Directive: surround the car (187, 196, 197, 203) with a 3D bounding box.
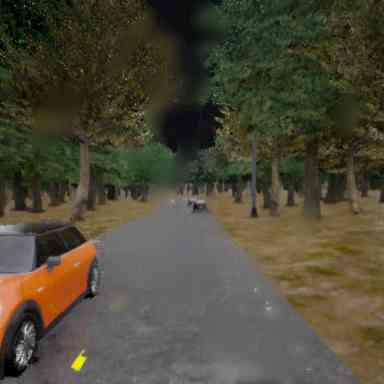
[{"bbox_3d":[0.040,1.673,77.392,2.128,1.511,4.902,0,0,0],"label":"car"}]

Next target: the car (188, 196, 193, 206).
[{"bbox_3d":[0.147,1.804,60.944,1.812,1.442,4.674,0,0,0],"label":"car"}]

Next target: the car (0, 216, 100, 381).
[{"bbox_3d":[-3.097,1.372,5.540,2.097,1.767,4.553,0,0,0],"label":"car"}]

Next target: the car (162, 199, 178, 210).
[{"bbox_3d":[-3.065,1.757,46.195,1.812,1.442,4.674,0,0,0],"label":"car"}]

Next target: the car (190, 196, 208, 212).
[{"bbox_3d":[1.066,1.696,43.006,1.882,1.535,5.008,0,0,0],"label":"car"}]
